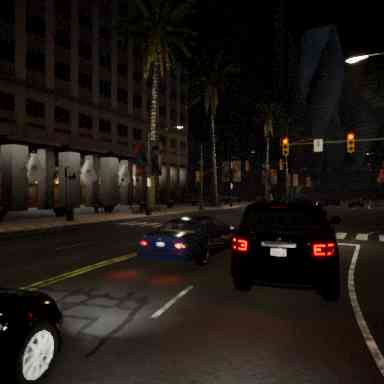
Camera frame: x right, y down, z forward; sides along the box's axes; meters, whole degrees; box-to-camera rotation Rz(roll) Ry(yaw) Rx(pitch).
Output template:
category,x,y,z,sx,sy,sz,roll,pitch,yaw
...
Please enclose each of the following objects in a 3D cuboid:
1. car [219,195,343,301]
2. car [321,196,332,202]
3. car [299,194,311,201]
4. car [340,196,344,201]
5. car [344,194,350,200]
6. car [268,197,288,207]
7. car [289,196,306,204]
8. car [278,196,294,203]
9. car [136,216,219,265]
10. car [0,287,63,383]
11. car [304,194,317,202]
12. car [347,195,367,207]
category,x,y,z,sx,sy,sz,roll,pitch,yaw
car,2.613,1.221,8.701,2.150,2.045,5.566,0,0,22
car,30.639,1.551,75.625,1.994,1.385,4.181,0,0,29
car,30.191,1.352,88.663,2.185,1.767,4.553,0,0,28
car,22.726,1.351,53.610,2.097,1.767,4.553,0,0,29
car,39.564,1.353,84.783,2.097,1.767,4.553,0,0,28
car,13.330,1.505,51.399,1.837,1.490,4.892,0,0,29
car,20.391,1.491,64.199,2.128,1.511,4.902,0,0,29
car,19.633,1.512,69.440,2.161,1.482,4.786,0,0,28
car,0.188,1.547,11.790,2.033,1.411,5.357,0,0,26
car,-2.896,1.504,2.553,1.837,1.490,4.892,0,0,9
car,27.664,1.354,77.478,2.097,1.767,4.553,0,0,29
car,25.205,1.600,50.846,1.895,1.301,4.718,0,0,29
